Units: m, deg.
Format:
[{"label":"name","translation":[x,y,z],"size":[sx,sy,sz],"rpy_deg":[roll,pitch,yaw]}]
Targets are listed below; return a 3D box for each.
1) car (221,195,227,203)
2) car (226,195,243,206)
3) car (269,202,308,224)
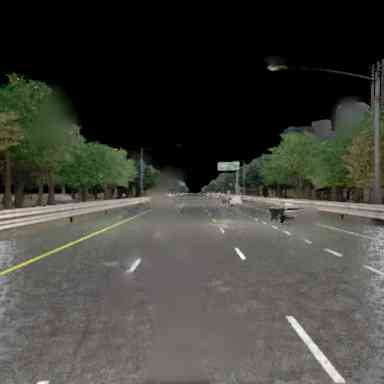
[{"label":"car","translation":[7.282,1.410,71.214],"size":[2.097,1.767,4.553],"rpy_deg":[0,0,0]},{"label":"car","translation":[7.167,1.575,54.607],"size":[1.812,1.442,4.674],"rpy_deg":[0,0,0]},{"label":"car","translation":[7.036,1.506,24.741],"size":[2.128,1.511,4.902],"rpy_deg":[0,0,0]}]
